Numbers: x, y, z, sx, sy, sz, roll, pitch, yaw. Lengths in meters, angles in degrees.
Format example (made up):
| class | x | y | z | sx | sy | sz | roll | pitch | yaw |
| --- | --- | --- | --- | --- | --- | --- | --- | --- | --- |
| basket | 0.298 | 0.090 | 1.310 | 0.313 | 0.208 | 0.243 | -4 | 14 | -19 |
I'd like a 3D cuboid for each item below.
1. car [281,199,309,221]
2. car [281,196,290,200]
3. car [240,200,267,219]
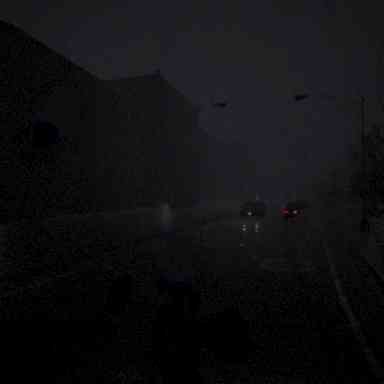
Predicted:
| class | x | y | z | sx | sy | sz | roll | pitch | yaw |
| --- | --- | --- | --- | --- | --- | --- | --- | --- | --- |
| car | 8.729 | 1.582 | 27.777 | 2.033 | 1.411 | 5.357 | 0 | 0 | 19 |
| car | 19.367 | 1.411 | 68.708 | 1.895 | 1.301 | 4.718 | 0 | 0 | 19 |
| car | 5.598 | 1.532 | 30.014 | 2.128 | 1.511 | 4.902 | 0 | 0 | 19 |
